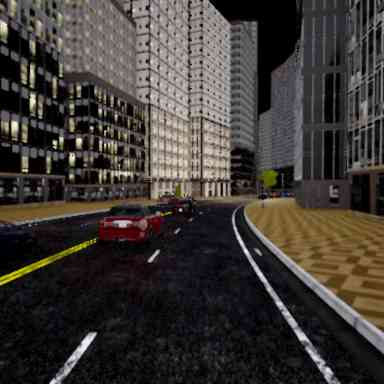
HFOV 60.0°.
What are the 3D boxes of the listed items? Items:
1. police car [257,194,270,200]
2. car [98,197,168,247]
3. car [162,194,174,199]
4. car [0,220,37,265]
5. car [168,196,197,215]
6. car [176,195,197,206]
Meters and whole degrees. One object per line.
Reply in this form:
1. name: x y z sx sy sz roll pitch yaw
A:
1. police car: 18.369 1.243 86.778 1.930 1.638 5.238 1 0 22
2. car: -2.536 1.286 14.920 2.097 1.767 4.553 0 0 4
3. car: -3.880 1.139 51.887 2.097 1.767 4.553 0 0 13
4. car: -6.303 1.509 9.544 1.994 1.385 4.181 0 0 3
5. car: -0.682 1.383 32.480 1.837 1.490 4.892 0 0 8
6. car: -0.806 1.299 50.796 2.128 1.511 4.902 0 0 13
